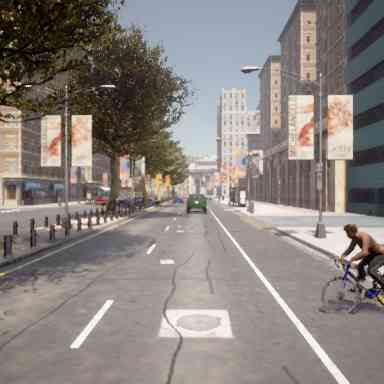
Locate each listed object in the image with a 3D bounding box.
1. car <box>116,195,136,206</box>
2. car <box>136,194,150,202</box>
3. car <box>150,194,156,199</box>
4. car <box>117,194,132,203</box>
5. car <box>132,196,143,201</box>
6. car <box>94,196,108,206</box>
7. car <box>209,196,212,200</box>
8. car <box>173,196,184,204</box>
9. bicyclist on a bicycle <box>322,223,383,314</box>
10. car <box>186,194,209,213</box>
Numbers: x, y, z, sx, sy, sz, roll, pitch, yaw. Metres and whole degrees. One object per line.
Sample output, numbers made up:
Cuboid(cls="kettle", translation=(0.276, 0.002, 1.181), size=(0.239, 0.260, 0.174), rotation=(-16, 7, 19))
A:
Cuboid(cls="car", translation=(-10.963, 1.545, 54.053), size=(2.033, 1.411, 5.357), rotation=(0, 0, 1))
Cuboid(cls="car", translation=(-10.681, 1.522, 69.839), size=(2.128, 1.511, 4.902), rotation=(0, 0, 1))
Cuboid(cls="car", translation=(-10.496, 1.337, 85.397), size=(2.097, 1.767, 4.553), rotation=(0, 0, 1))
Cuboid(cls="car", translation=(-14.181, 1.352, 69.864), size=(2.097, 1.767, 4.553), rotation=(0, 0, 1))
Cuboid(cls="car", translation=(-13.996, 1.575, 85.412), size=(1.895, 1.301, 4.718), rotation=(0, 0, 1))
Cuboid(cls="car", translation=(-14.467, 1.475, 54.451), size=(1.882, 1.535, 5.008), rotation=(0, 0, 1))
Cuboid(cls="car", translation=(4.309, 1.591, 89.992), size=(1.895, 1.301, 4.718), rotation=(0, 0, 1))
Cuboid(cls="car", translation=(-2.640, 1.523, 65.905), size=(1.812, 1.442, 4.674), rotation=(0, 0, 1))
Cuboid(cls="bicyclist on a bicycle", translation=(3.135, 1.384, 6.072), size=(1.656, 1.620, 0.582), rotation=(-6, 0, 1))
Cuboid(cls="car", translation=(0.539, 1.220, 37.849), size=(2.150, 2.045, 5.566), rotation=(0, 0, 1))
